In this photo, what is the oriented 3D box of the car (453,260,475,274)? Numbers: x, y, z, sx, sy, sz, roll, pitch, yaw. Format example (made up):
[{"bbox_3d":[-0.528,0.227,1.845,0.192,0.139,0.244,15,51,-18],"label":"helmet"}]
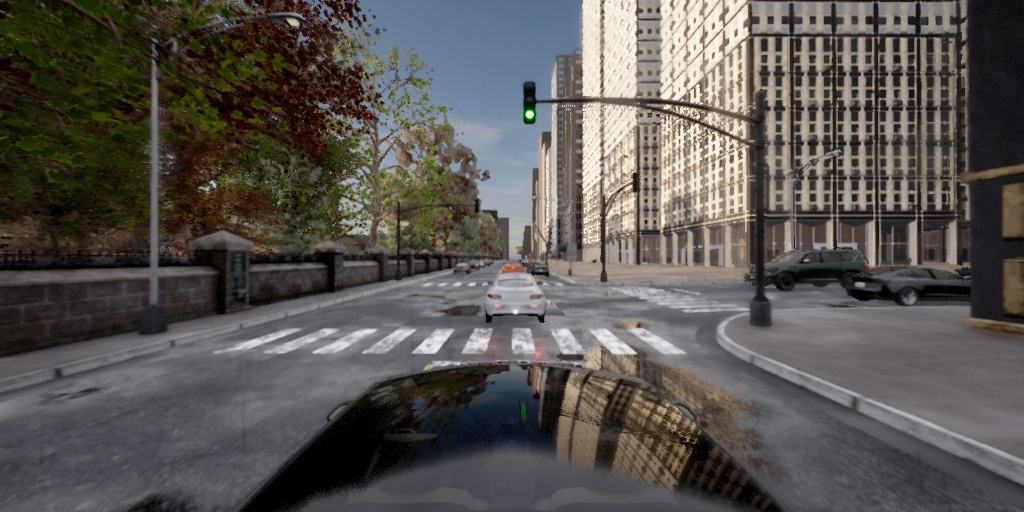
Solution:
[{"bbox_3d":[-5.684,1.391,41.220,1.802,1.307,4.207,0,0,0],"label":"car"}]

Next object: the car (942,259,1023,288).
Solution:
[{"bbox_3d":[25.883,0.875,18.852,4.181,1.385,1.994,-1,0,0],"label":"car"}]

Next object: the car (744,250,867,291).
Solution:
[{"bbox_3d":[15.341,0.713,18.802,5.566,2.045,2.150,-1,0,0],"label":"car"}]

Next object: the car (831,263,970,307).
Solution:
[{"bbox_3d":[14.686,1.037,13.002,4.313,1.339,1.948,0,0,0],"label":"car"}]

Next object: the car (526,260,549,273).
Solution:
[{"bbox_3d":[2.695,1.365,35.586,1.948,1.339,4.313,0,0,0],"label":"car"}]

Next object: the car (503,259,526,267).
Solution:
[{"bbox_3d":[0.108,1.156,38.907,2.097,1.767,4.553,0,0,0],"label":"car"}]

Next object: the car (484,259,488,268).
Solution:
[{"bbox_3d":[-5.679,1.381,63.580,1.751,1.417,4.829,0,0,0],"label":"car"}]

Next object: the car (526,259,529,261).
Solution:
[{"bbox_3d":[2.696,1.374,41.219,1.948,1.339,4.313,0,0,0],"label":"car"}]

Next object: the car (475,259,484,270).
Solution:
[{"bbox_3d":[-5.681,1.270,52.485,1.967,1.591,4.097,0,0,0],"label":"car"}]

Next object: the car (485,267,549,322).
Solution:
[{"bbox_3d":[0.100,1.288,12.266,1.812,1.442,4.674,0,0,0],"label":"car"}]
